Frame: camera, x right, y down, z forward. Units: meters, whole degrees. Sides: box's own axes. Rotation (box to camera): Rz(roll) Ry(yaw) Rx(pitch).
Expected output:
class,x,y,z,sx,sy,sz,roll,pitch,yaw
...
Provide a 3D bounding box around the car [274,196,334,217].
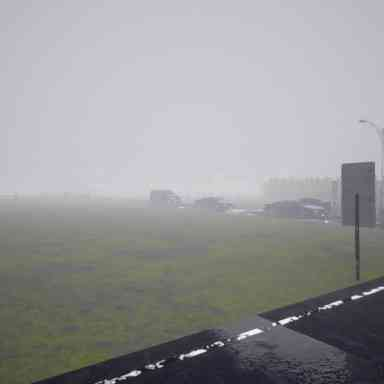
class,x,y,z,sx,sy,sz,roll,pitch,yaw
car,9.968,1.214,30.070,1.882,1.535,5.008,-1,1,-36

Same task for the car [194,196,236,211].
class,x,y,z,sx,sy,sz,roll,pitch,yaw
car,2.349,1.181,35.658,2.033,1.411,5.357,-1,1,-36

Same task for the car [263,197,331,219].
class,x,y,z,sx,sy,sz,roll,pitch,yaw
car,8.327,1.334,27.293,2.033,1.411,5.357,-1,1,-36

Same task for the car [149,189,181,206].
class,x,y,z,sx,sy,sz,roll,pitch,yaw
car,-3.639,0.699,44.060,2.150,2.045,5.566,-1,1,-35
